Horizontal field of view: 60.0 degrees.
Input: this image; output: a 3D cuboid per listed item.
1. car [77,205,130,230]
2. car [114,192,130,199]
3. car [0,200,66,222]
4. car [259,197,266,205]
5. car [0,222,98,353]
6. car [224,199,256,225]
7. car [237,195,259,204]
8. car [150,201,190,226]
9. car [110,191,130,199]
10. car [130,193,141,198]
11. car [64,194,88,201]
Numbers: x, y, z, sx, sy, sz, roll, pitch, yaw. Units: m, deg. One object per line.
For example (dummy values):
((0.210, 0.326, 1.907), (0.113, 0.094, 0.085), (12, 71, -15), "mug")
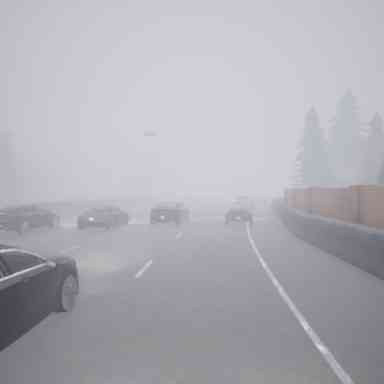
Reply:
((-5.271, 1.453, 20.293), (1.994, 1.385, 4.181), (0, 0, 8), "car")
((-11.918, 1.196, 62.716), (2.128, 1.511, 4.902), (0, 0, 22), "car")
((-9.094, 1.398, 18.113), (1.837, 1.490, 4.892), (0, 0, 7), "car")
((10.565, 1.356, 53.155), (1.895, 1.301, 4.718), (0, 0, 22), "car")
((-3.202, 1.462, 4.656), (2.128, 1.511, 4.902), (0, 0, 2), "car")
((3.239, 1.418, 22.741), (1.812, 1.442, 4.674), (0, 0, 10), "car")
((6.924, 1.151, 42.870), (2.097, 1.767, 4.553), (0, 0, 19), "car")
((-1.390, 1.363, 22.572), (1.882, 1.535, 5.008), (0, 0, 9), "car")
((-14.203, 0.844, 66.529), (2.150, 2.045, 5.566), (0, 0, 20), "car")
((-8.678, 0.835, 61.388), (2.033, 1.411, 5.357), (0, 0, 22), "car")
((-20.708, 1.171, 59.360), (1.837, 1.490, 4.892), (0, 0, 20), "car")
